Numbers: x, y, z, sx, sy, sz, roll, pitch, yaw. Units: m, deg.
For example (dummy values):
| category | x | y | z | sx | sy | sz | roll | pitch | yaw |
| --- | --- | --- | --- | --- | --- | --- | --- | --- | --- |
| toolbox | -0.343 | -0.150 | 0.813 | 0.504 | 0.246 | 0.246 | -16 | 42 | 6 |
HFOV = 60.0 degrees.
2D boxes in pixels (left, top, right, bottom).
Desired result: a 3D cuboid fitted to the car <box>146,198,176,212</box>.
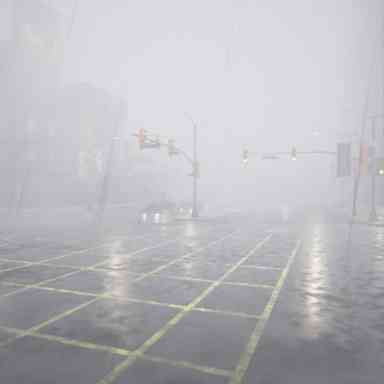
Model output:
| category | x | y | z | sx | sy | sz | roll | pitch | yaw |
| --- | --- | --- | --- | --- | --- | --- | --- | --- | --- |
| car | -3.602 | 1.486 | 38.973 | 1.882 | 1.535 | 5.008 | 0 | 0 | 23 |

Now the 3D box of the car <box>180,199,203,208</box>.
| category | x | y | z | sx | sy | sz | roll | pitch | yaw |
| --- | --- | --- | --- | --- | --- | --- | --- | --- | --- |
| car | 0.013 | 1.619 | 48.527 | 1.895 | 1.301 | 4.718 | 0 | 0 | 21 |
